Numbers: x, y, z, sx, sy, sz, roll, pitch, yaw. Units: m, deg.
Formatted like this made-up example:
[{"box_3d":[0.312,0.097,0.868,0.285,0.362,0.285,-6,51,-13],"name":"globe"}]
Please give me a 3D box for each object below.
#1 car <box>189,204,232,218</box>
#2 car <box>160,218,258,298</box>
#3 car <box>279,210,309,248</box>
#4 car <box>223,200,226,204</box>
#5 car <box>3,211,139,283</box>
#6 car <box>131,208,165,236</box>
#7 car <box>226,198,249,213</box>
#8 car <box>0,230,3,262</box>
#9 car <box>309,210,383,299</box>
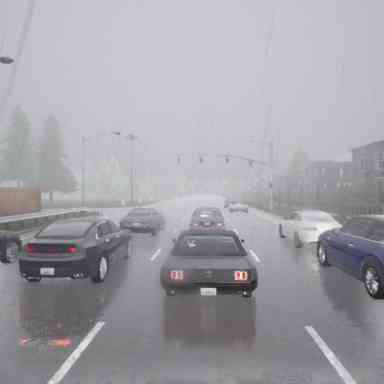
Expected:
[{"box_3d":[0.824,1.547,18.106,2.033,1.411,5.357,0,0,2],"name":"car"},{"box_3d":[0.415,1.601,8.523,1.895,1.301,4.718,0,0,2],"name":"car"},{"box_3d":[5.129,1.526,14.583,1.812,1.442,4.674,0,0,2],"name":"car"},{"box_3d":[5.439,1.547,46.456,2.033,1.411,5.357,0,0,2],"name":"car"},{"box_3d":[-3.041,1.503,9.660,1.837,1.490,4.892,0,-1,3],"name":"car"},{"box_3d":[-2.663,1.564,18.449,1.994,1.385,4.181,0,0,2],"name":"car"},{"box_3d":[5.062,1.601,36.566,1.895,1.301,4.718,0,0,3],"name":"car"},{"box_3d":[-6.571,1.492,8.983,2.128,1.511,4.902,0,0,2],"name":"car"},{"box_3d":[4.870,1.351,8.559,2.097,1.767,4.553,0,0,2],"name":"car"}]
